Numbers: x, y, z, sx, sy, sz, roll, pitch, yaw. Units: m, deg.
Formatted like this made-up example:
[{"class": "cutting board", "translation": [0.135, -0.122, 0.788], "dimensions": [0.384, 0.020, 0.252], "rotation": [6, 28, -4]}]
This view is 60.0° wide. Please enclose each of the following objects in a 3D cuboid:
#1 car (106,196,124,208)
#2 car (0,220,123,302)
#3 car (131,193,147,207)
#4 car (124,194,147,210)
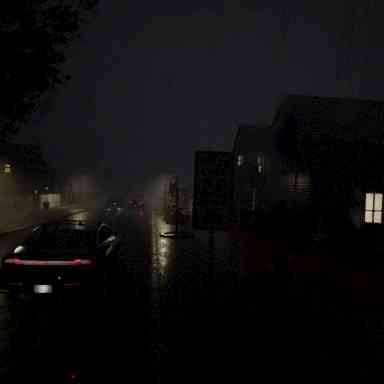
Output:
[{"class": "car", "translation": [-9.728, 1.229, 42.724], "dimensions": [1.994, 1.385, 4.181], "rotation": [2, 0, -7]}, {"class": "car", "translation": [-2.825, 1.427, 8.093], "dimensions": [2.128, 1.511, 4.902], "rotation": [2, 0, -7]}, {"class": "car", "translation": [-7.648, 1.103, 48.608], "dimensions": [2.097, 1.767, 4.553], "rotation": [2, 0, -7]}, {"class": "car", "translation": [-6.440, 1.312, 38.885], "dimensions": [1.812, 1.442, 4.674], "rotation": [2, 0, -6]}]
